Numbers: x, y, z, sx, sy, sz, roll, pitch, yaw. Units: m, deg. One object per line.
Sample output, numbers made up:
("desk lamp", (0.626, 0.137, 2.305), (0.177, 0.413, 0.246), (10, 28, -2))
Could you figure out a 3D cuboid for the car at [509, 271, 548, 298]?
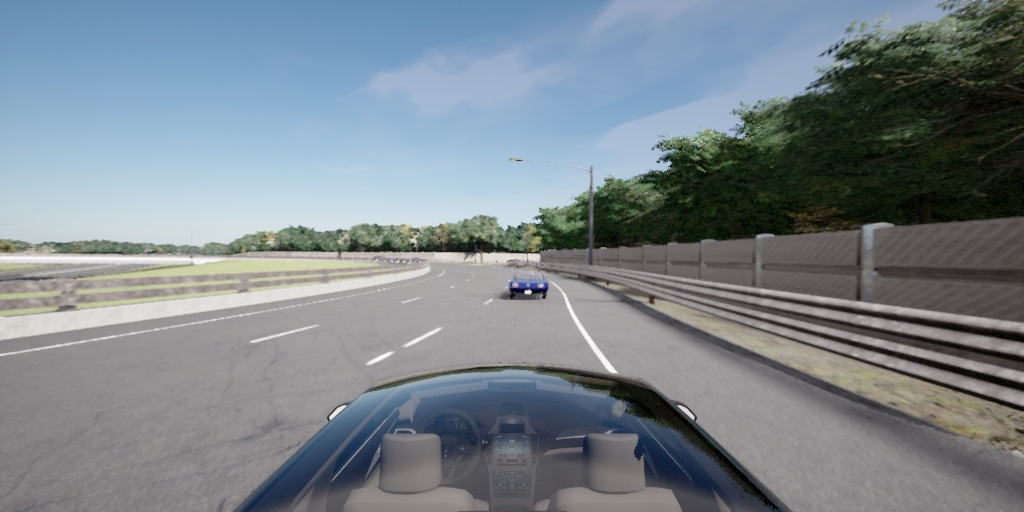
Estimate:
("car", (0.955, 1.436, 19.175), (1.895, 1.301, 4.718), (1, 0, 5))
